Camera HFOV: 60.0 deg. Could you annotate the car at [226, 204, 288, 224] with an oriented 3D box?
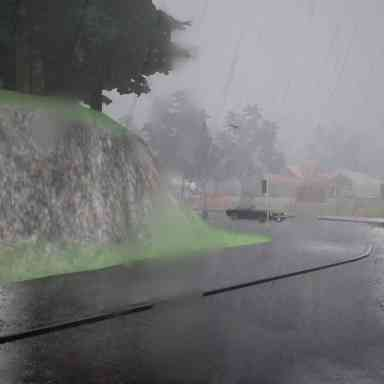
[{"bbox_3d":[4.750,1.601,24.817,1.895,1.301,4.718,0,0,-35],"label":"car"}]
